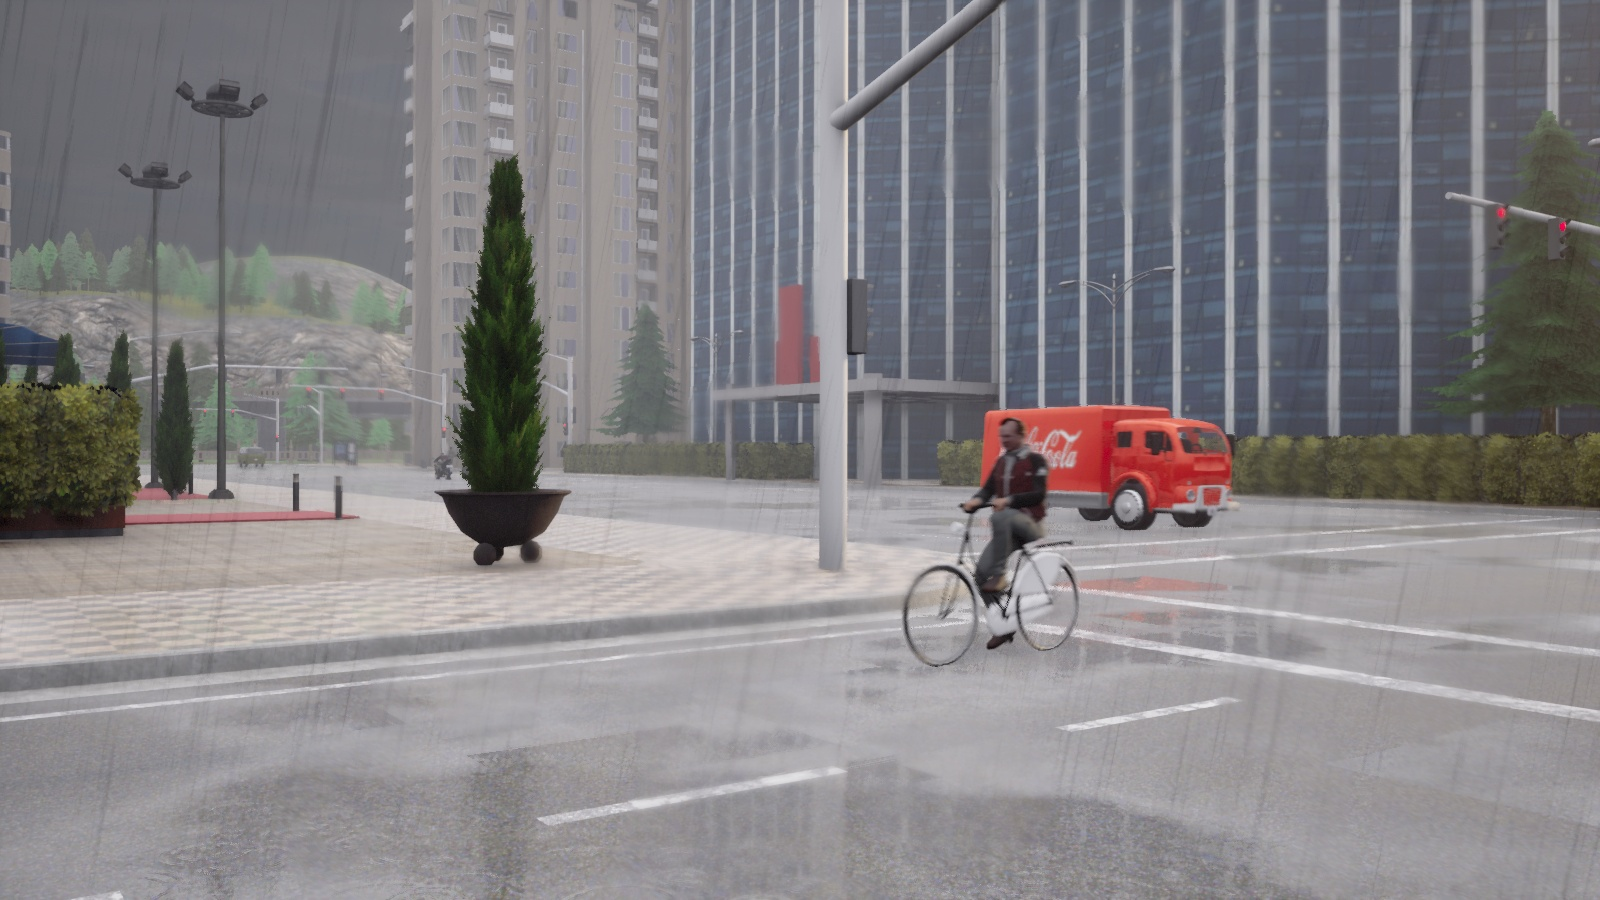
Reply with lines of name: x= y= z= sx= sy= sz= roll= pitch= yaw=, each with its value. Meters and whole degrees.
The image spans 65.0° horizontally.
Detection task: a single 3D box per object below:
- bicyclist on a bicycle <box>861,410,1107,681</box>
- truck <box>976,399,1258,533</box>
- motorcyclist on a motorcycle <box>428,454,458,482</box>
bicyclist on a bicycle: x=1.359 y=0.635 z=9.058 sx=1.843 sy=1.776 sz=0.659 roll=0 pitch=-1 yaw=-38
truck: x=6.408 y=0.308 z=25.994 sx=2.627 sy=2.467 sz=5.204 roll=0 pitch=0 yaw=-35
motorcyclist on a motorcycle: x=-19.588 y=0.990 z=68.870 sx=0.866 sy=1.530 sz=2.191 roll=0 pitch=0 yaw=-35
